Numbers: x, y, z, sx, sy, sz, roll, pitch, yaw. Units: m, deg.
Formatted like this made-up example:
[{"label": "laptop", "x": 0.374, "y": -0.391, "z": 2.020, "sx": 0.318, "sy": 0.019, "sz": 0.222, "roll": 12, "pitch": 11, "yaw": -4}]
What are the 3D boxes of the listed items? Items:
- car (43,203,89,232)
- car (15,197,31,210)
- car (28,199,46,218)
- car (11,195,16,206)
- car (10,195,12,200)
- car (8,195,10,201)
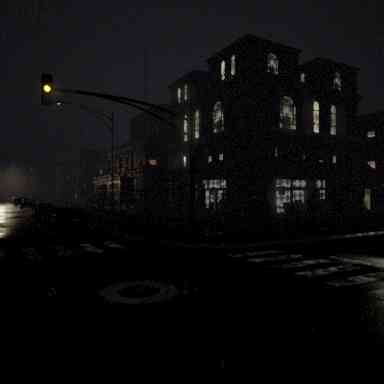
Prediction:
[{"label": "car", "x": -7.474, "y": 1.569, "z": 20.032, "sx": 1.947, "sy": 1.339, "sz": 4.313, "roll": 0, "pitch": 0, "yaw": -31}, {"label": "car", "x": -21.627, "y": 1.561, "z": 43.737, "sx": 2.008, "sy": 1.369, "sz": 4.403, "roll": 0, "pitch": 0, "yaw": -31}, {"label": "car", "x": -13.134, "y": 1.588, "z": 29.513, "sx": 1.802, "sy": 1.307, "sz": 4.206, "roll": 0, "pitch": 0, "yaw": -31}, {"label": "car", "x": -27.287, "y": 1.455, "z": 53.220, "sx": 1.967, "sy": 1.590, "sz": 4.097, "roll": 0, "pitch": 0, "yaw": -31}, {"label": "car", "x": -30.119, "y": 1.569, "z": 57.961, "sx": 2.008, "sy": 1.369, "sz": 4.403, "roll": 0, "pitch": 0, "yaw": -31}, {"label": "car", "x": -35.780, "y": 1.606, "z": 67.443, "sx": 1.802, "sy": 1.307, "sz": 4.206, "roll": 0, "pitch": 0, "yaw": -31}]
